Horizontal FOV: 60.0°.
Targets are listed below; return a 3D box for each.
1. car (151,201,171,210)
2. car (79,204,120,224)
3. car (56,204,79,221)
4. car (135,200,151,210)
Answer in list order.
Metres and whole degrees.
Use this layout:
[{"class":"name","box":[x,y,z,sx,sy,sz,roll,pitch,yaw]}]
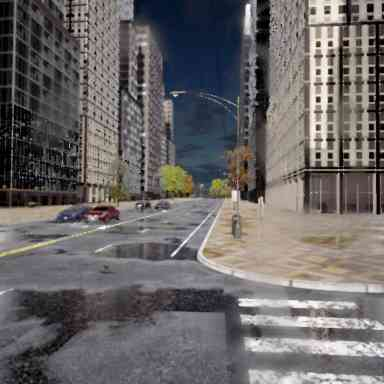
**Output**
[{"class":"car","box":[-4.597,2.128,53.305,2.033,1.411,5.357,0,-1,6]},{"class":"car","box":[-7.414,1.836,27.927,1.812,1.442,4.674,0,-1,6]},{"class":"car","box":[-10.386,1.858,30.703,2.033,1.411,5.357,0,-1,6]},{"class":"car","box":[-7.826,2.048,53.671,2.128,1.511,4.902,0,-1,6]}]
